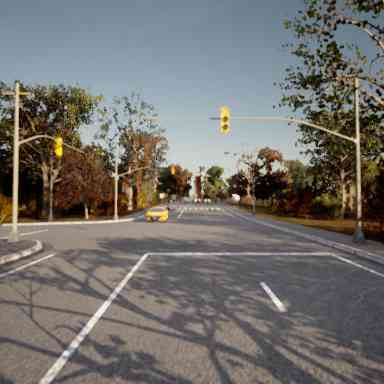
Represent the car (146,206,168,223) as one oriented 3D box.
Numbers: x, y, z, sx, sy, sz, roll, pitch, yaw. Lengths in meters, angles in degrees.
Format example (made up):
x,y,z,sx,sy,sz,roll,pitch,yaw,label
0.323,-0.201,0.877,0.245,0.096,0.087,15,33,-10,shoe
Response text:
x,y,z,sx,sy,sz,roll,pitch,yaw,label
-3.431,2.224,33.260,1.882,1.535,5.008,0,-1,0,car
